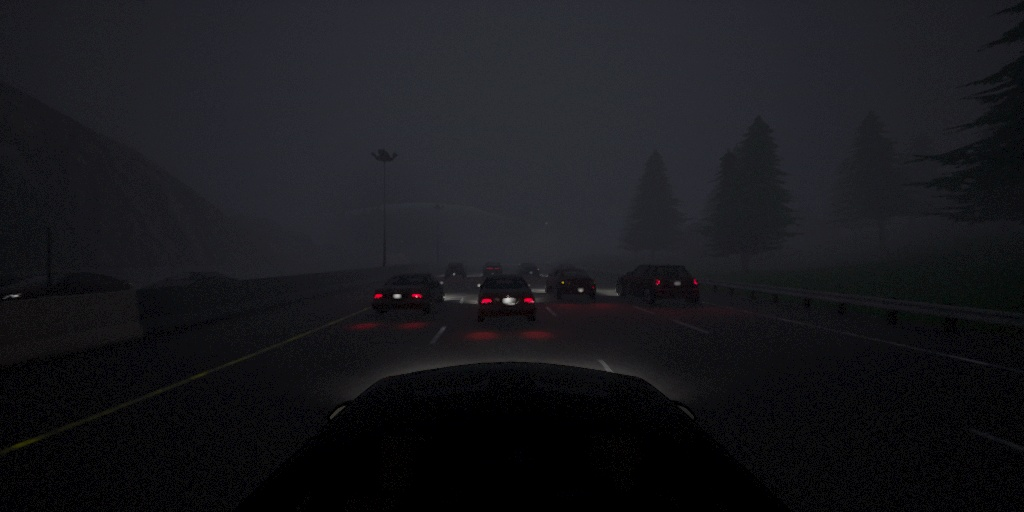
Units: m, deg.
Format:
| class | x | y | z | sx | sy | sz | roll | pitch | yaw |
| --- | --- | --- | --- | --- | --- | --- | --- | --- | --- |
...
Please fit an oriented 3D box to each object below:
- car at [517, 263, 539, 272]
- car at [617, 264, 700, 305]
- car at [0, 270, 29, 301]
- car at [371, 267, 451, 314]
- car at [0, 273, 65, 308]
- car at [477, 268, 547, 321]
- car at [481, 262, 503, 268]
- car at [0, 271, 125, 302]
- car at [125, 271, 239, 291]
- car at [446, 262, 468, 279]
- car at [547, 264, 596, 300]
| class | x | y | z | sx | sy | sz | roll | pitch | yaw |
| --- | --- | --- | --- | --- | --- | --- | --- | --- | --- |
| car | 1.571 | 1.363 | 35.296 | 1.812 | 1.442 | 4.674 | 0 | 0 | -5 |
| car | 6.488 | 1.122 | 16.447 | 2.097 | 1.767 | 4.553 | 0 | 0 | -4 |
| car | -25.149 | 1.416 | 15.298 | 2.033 | 1.411 | 5.357 | 0 | 0 | -4 |
| car | -3.833 | 1.343 | 13.999 | 2.033 | 1.411 | 5.357 | 0 | 0 | -4 |
| car | -21.573 | 1.454 | 14.266 | 1.895 | 1.301 | 4.718 | 0 | 0 | -4 |
| car | -0.256 | 1.328 | 12.654 | 2.033 | 1.411 | 5.357 | 0 | 0 | -3 |
| car | -1.858 | 1.337 | 34.428 | 2.128 | 1.511 | 4.902 | 0 | 0 | -4 |
| car | -18.071 | 1.368 | 14.408 | 1.812 | 1.442 | 4.674 | 0 | 0 | -4 |
| car | -14.724 | 1.402 | 16.657 | 1.994 | 1.385 | 4.181 | 0 | 0 | -4 |
| car | -5.394 | 1.363 | 34.758 | 1.837 | 1.490 | 4.892 | 0 | 0 | -4 |
| car | 2.870 | 1.311 | 18.054 | 1.812 | 1.442 | 4.674 | 0 | 0 | -4 |
